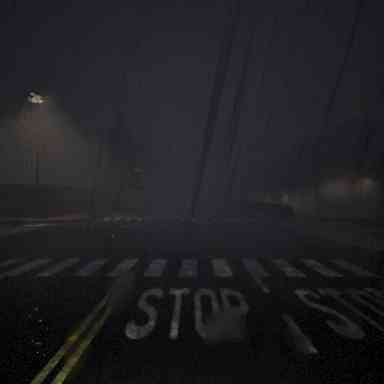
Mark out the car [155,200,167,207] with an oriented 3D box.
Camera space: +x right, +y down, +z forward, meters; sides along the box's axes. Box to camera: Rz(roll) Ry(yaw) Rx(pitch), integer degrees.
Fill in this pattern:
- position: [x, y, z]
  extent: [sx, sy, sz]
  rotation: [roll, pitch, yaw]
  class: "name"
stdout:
- position: [-6.408, 2.318, 69.969]
  extent: [2.033, 1.411, 5.357]
  rotation: [0, -1, 5]
  class: "car"
